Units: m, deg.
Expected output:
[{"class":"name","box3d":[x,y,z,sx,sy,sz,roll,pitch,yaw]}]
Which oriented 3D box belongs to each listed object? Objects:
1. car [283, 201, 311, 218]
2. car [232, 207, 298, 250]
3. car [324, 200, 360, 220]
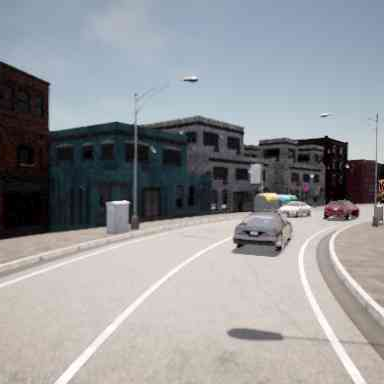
[{"class":"car","box3d":[9.722,1.615,31.324,1.812,1.442,4.674,1,0,40]},{"class":"car","box3d":[3.252,1.581,14.630,2.033,1.411,5.357,1,0,22]},{"class":"car","box3d":[13.664,1.531,30.167,2.097,1.767,4.553,2,0,39]}]
